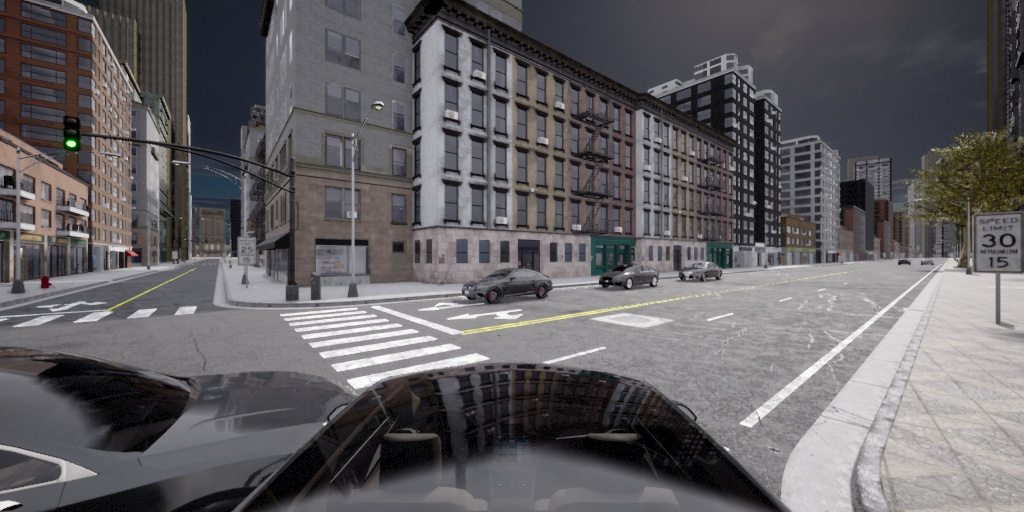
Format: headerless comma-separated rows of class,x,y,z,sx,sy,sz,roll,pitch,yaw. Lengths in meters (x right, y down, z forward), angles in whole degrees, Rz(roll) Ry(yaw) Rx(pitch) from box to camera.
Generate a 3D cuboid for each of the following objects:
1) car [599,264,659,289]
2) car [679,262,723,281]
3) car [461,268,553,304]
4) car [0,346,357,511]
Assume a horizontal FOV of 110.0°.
car,7.556,1.256,22.963,4.892,1.490,1.837,0,0,-39
car,15.538,1.232,29.467,4.902,1.511,2.128,0,0,-39
car,-0.109,1.285,16.706,4.674,1.442,1.812,0,0,-39
car,-3.229,1.257,1.721,4.892,1.490,1.837,0,0,-35
